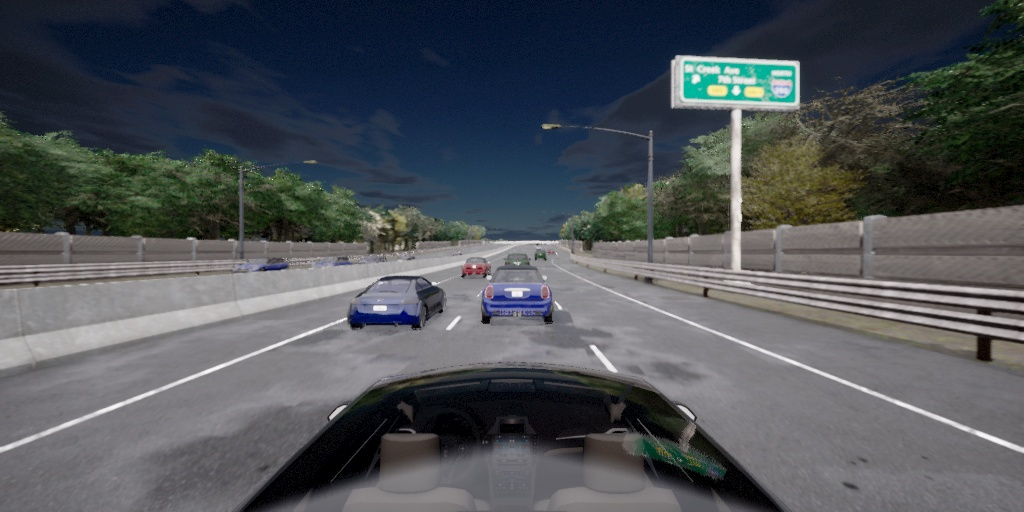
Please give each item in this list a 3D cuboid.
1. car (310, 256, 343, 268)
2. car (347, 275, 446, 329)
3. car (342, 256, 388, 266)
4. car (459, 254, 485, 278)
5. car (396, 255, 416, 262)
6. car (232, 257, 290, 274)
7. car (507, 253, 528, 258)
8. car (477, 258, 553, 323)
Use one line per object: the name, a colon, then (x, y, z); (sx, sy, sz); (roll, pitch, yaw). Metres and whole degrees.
car: (-17.118, 0.853, 34.125); (2.097, 1.767, 4.553); (0, 1, 2)
car: (-3.345, 1.287, 11.132); (1.994, 1.385, 4.181); (0, 0, 0)
car: (-13.623, 0.993, 34.101); (2.128, 1.511, 4.902); (0, 1, 2)
car: (-3.001, 0.889, 31.112); (2.097, 1.767, 4.553); (0, 1, 1)
car: (-16.276, 0.562, 55.333); (2.128, 1.511, 4.902); (0, 1, 3)
car: (-20.733, 0.901, 29.854); (2.097, 1.767, 4.553); (0, 1, 1)
car: (0.493, 0.760, 31.047); (2.150, 2.045, 5.566); (0, 1, 1)
car: (0.166, 1.071, 12.180); (2.097, 1.767, 4.553); (0, 0, 1)
